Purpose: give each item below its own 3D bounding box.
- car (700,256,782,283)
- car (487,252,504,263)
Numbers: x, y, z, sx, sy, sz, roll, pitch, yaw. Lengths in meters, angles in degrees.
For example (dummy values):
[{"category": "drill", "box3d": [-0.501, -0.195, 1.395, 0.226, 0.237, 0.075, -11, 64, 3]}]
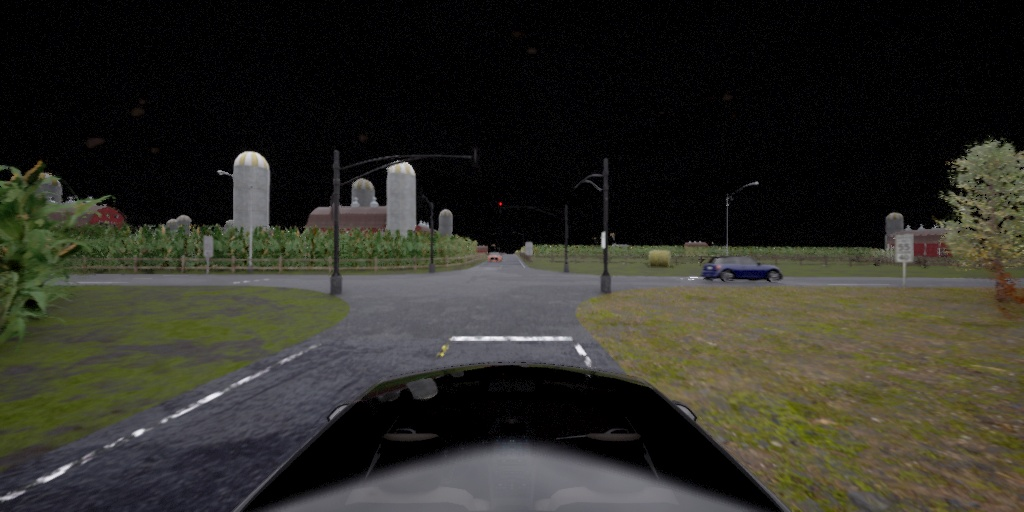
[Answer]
[{"category": "car", "box3d": [14.845, 0.806, 23.249, 4.553, 1.767, 2.097, 0, 0, -4]}, {"category": "car", "box3d": [-2.746, 0.105, 57.313, 2.097, 1.767, 4.553, 0, 1, 0]}]
